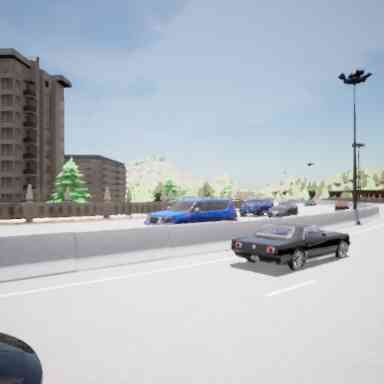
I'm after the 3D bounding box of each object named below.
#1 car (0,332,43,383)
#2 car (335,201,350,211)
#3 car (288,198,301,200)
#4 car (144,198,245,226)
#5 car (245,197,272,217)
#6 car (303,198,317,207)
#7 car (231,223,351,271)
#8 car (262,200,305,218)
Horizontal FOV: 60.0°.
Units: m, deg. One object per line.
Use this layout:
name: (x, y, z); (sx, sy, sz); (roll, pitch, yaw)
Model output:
car: (-3.381, 1.476, 1.528); (5.008, 1.535, 1.882); (0, 0, -34)
car: (23.578, 2.107, 52.243); (1.882, 1.535, 5.008); (0, -1, 22)
car: (22.164, 2.277, 73.649); (2.097, 1.767, 4.553); (0, -1, 11)
car: (0.092, 1.372, 17.902); (5.566, 2.045, 2.150); (1, -1, -43)
car: (7.267, 1.611, 36.579); (2.150, 2.045, 5.566); (0, -1, 35)
car: (25.180, 2.372, 70.362); (1.837, 1.490, 4.892); (0, -1, 11)
car: (3.568, 1.707, 11.379); (4.718, 1.301, 1.895); (1, -1, -41)
car: (9.273, 1.852, 33.455); (2.128, 1.511, 4.902); (0, -1, 36)
